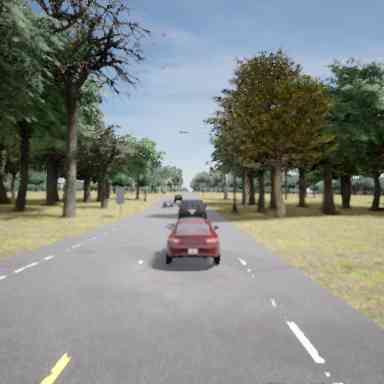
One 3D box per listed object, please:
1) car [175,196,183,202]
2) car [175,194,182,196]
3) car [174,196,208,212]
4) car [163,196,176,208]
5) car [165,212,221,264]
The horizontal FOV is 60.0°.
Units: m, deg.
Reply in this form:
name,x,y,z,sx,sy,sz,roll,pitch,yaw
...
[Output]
name,x,y,z,sx,sy,sz,roll,pitch,yaw
car,-3.492,1.842,88.897,1.812,1.442,4.674,0,0,0
car,-3.355,1.538,81.427,2.150,2.045,5.566,0,0,-2
car,0.038,1.553,26.171,2.150,2.045,5.566,0,0,1
car,-4.162,1.993,58.175,2.128,1.511,4.902,0,0,-4
car,0.048,1.695,12.463,1.812,1.442,4.674,0,-1,0
